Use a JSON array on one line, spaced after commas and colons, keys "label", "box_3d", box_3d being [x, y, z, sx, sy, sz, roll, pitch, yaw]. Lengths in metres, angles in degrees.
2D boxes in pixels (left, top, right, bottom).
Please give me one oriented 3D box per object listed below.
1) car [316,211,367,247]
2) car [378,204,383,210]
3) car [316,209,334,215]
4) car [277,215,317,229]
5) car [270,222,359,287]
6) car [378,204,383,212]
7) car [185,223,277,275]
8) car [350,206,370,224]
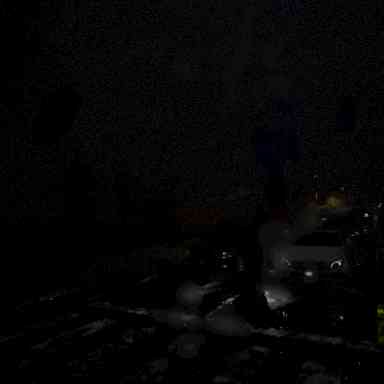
[{"label": "car", "box_3d": [8.447, 2.070, 18.560, 1.882, 1.535, 5.008, -3, -3, 29]}, {"label": "car", "box_3d": [44.569, 3.504, 77.554, 1.812, 1.442, 4.674, -3, -3, 29]}, {"label": "car", "box_3d": [15.197, 2.728, 37.547, 2.128, 1.511, 4.902, -3, -3, 29]}, {"label": "car", "box_3d": [6.869, 2.372, 22.426, 1.994, 1.385, 4.181, -3, -3, 29]}, {"label": "car", "box_3d": [4.135, 1.894, 10.683, 1.812, 1.442, 4.674, -3, -3, 29]}, {"label": "car", "box_3d": [39.570, 3.419, 68.412, 2.033, 1.411, 5.357, -3, -3, 29]}, {"label": "car", "box_3d": [1.536, 2.009, 12.703, 1.882, 1.535, 5.008, -3, -3, 29]}, {"label": "car", "box_3d": [17.565, 2.412, 35.140, 2.097, 1.767, 4.553, -3, -3, 29]}]
